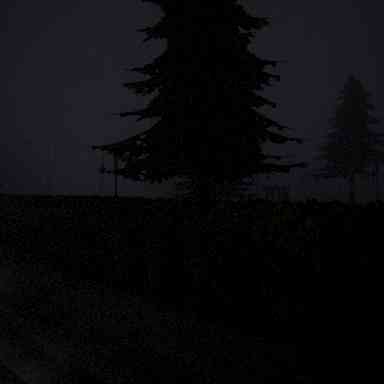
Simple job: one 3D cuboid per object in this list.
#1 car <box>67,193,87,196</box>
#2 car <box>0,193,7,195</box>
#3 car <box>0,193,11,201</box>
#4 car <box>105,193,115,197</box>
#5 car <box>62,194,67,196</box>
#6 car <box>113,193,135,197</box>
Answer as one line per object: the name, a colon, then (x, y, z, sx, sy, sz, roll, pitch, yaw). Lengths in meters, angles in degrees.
car: (-27.208, 1.154, 81.623, 5.027, 1.636, 2.152, 0, 0, -45)
car: (-23.747, 1.331, 41.312, 5.027, 1.636, 2.152, 0, 0, -45)
car: (-41.799, 1.097, 71.665, 4.605, 1.855, 1.932, 0, 0, -45)
car: (-15.901, 1.097, 70.723, 4.605, 1.855, 1.932, 0, 0, -45)
car: (-31.941, 1.232, 85.969, 3.806, 1.475, 1.970, 0, 0, -45)
car: (-10.341, 1.384, 54.301, 3.806, 1.475, 1.970, 0, 0, -45)
